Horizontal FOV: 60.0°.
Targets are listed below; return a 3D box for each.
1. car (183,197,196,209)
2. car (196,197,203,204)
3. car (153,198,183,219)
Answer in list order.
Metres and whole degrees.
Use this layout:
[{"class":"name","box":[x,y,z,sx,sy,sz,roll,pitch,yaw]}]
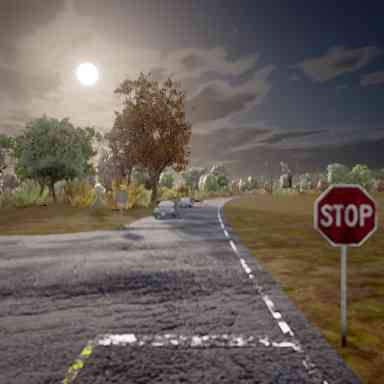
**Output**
[{"class":"car","box":[-0.901,1.472,45.472,1.812,1.442,4.674,0,0,5]},{"class":"car","box":[0.962,1.579,61.844,1.895,1.301,4.718,0,0,7]},{"class":"car","box":[-2.166,1.493,29.100,1.812,1.442,4.674,0,0,4]}]
